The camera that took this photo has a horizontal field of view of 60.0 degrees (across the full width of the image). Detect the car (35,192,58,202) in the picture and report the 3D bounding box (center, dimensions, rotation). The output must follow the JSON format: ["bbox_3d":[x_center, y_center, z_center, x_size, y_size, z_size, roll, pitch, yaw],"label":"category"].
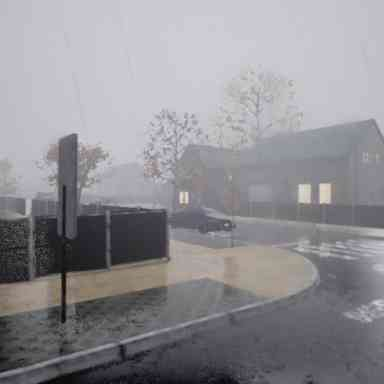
[{"bbox_3d":[-20.041,0.968,45.770,2.150,2.045,5.566,1,0,-37],"label":"car"}]

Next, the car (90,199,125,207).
[{"bbox_3d":[-7.318,1.347,28.809,2.128,1.511,4.902,1,0,-37],"label":"car"}]

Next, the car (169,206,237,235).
[{"bbox_3d":[0.536,1.482,18.426,1.994,1.385,4.181,1,0,-38],"label":"car"}]
